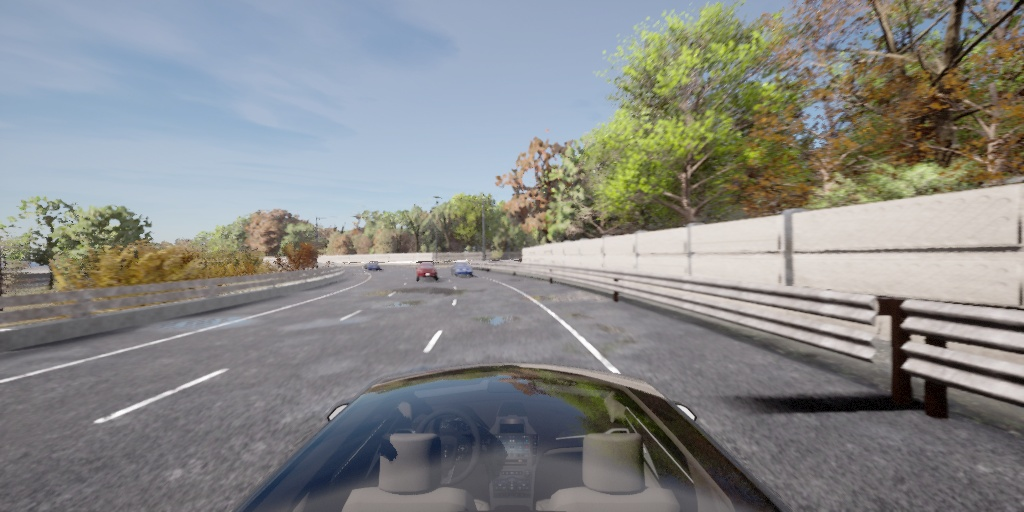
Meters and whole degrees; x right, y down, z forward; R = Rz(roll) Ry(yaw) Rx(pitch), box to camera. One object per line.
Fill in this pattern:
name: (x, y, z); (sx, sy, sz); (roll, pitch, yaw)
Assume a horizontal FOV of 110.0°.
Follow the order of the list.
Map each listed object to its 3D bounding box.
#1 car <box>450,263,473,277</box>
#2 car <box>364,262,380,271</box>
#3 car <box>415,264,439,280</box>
car: (-5.325, 1.390, 37.430); (2.033, 1.411, 5.357); (-1, 0, -16)
car: (-22.612, 1.713, 57.952); (1.994, 1.385, 4.181); (-1, 0, -31)
car: (-7.854, 1.414, 32.947); (1.812, 1.442, 4.674); (-1, 0, -16)
